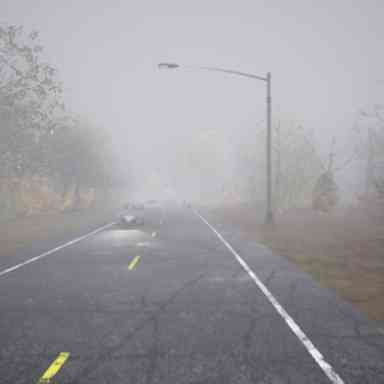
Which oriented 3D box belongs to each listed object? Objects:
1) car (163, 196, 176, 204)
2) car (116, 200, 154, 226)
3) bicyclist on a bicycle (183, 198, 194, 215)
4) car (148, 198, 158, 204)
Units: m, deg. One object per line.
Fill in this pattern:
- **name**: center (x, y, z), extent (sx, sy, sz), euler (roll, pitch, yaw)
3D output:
- **car**: center (-4.148, 1.601, 65.657), extent (2.128, 1.511, 4.902), euler (0, 0, -7)
- **car**: center (-4.210, 1.562, 24.016), extent (2.128, 1.511, 4.902), euler (0, 0, -3)
- **bicyclist on a bicycle**: center (-0.203, 1.519, 34.276), extent (0.866, 1.612, 1.509), euler (0, 0, -4)
- **car**: center (-7.536, 1.713, 64.182), extent (1.895, 1.301, 4.718), euler (0, 0, -6)
